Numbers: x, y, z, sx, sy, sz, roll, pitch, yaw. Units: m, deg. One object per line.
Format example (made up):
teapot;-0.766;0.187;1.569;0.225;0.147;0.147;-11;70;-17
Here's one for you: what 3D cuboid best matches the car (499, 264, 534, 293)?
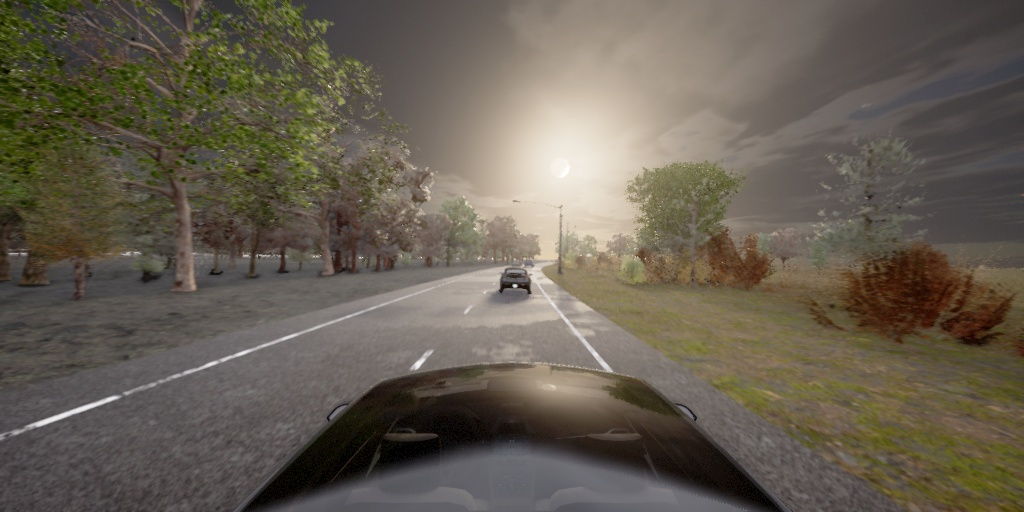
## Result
car;0.241;1.451;22.515;1.837;1.490;4.892;2;-1;1
